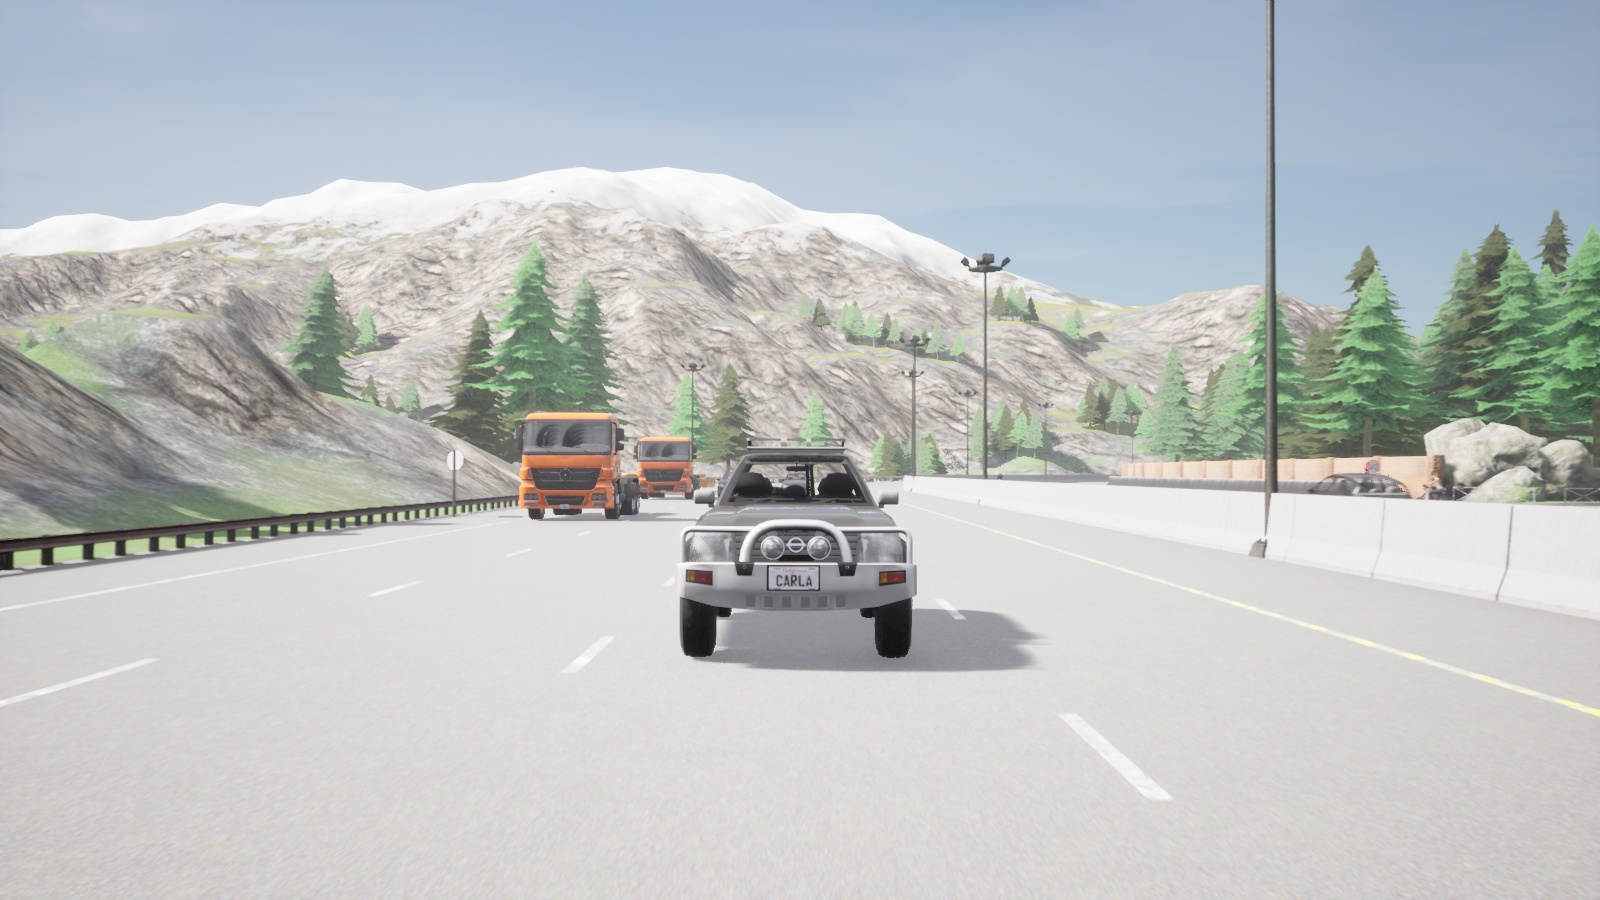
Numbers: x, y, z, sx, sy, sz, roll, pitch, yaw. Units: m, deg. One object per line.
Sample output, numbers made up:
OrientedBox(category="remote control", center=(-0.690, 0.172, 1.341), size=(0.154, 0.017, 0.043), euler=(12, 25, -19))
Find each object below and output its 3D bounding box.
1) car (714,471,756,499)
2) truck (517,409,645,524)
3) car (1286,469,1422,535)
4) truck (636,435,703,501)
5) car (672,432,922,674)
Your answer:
OrientedBox(category="car", center=(-3.675, 1.990, 71.937), size=(2.128, 1.511, 4.902), euler=(0, -1, 0))
OrientedBox(category="truck", center=(-7.106, 0.563, 41.907), size=(2.891, 3.462, 7.936), euler=(0, -1, 0))
OrientedBox(category="car", center=(13.923, 1.269, 31.806), size=(1.789, 1.549, 3.705), euler=(0, -1, 0))
OrientedBox(category="truck", center=(-7.173, 1.032, 69.935), size=(2.891, 3.462, 7.936), euler=(0, -1, 0))
OrientedBox(category="car", center=(-0.030, 0.832, 12.007), size=(1.932, 1.855, 4.605), euler=(0, -1, 0))
